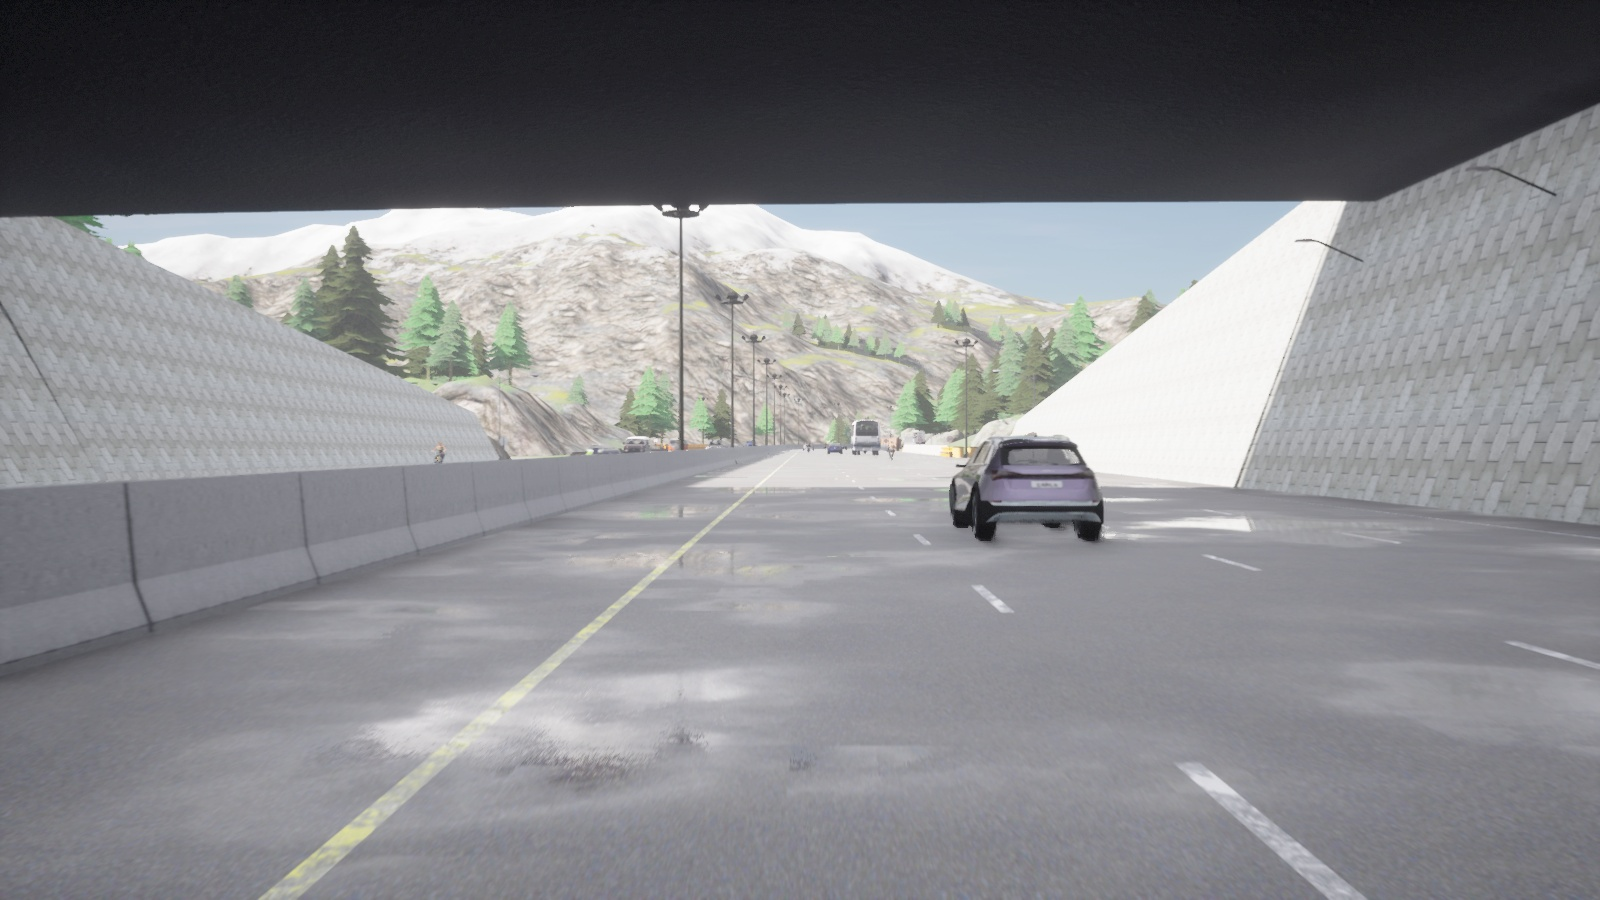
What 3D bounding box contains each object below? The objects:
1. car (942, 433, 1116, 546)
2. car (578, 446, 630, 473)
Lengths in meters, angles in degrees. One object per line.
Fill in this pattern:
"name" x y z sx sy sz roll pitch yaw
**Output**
"car" 3.634 0.562 20.843 2.033 1.649 4.856 0 0 0
"car" -10.069 0.474 64.771 1.895 1.301 4.718 0 0 0
